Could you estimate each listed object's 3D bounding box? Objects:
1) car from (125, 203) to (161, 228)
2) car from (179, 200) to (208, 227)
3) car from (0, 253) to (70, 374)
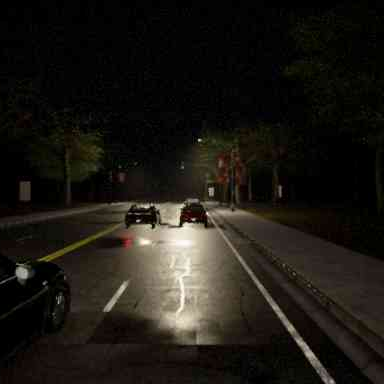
[{"bbox_3d":[-3.150,1.498,22.015,2.128,1.511,4.902,0,0,0],"label":"car"},{"bbox_3d":[0.099,1.533,23.003,1.812,1.442,4.674,0,0,0],"label":"car"},{"bbox_3d":[-3.149,1.353,3.910,2.097,1.767,4.553,0,0,0],"label":"car"}]
